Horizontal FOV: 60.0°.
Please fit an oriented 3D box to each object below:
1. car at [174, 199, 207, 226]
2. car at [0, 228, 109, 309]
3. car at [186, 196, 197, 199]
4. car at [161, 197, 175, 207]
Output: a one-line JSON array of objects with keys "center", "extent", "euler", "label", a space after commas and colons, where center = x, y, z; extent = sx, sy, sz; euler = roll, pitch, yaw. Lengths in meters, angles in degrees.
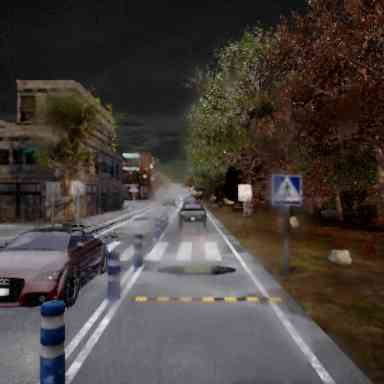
[{"center": [0.048, 1.488, 23.603], "extent": [2.128, 1.511, 4.902], "euler": [0, 0, 0], "label": "car"}, {"center": [-3.358, 1.573, 7.846], "extent": [1.994, 1.385, 4.181], "euler": [0, 0, 0], "label": "car"}, {"center": [-0.049, 1.316, 42.583], "extent": [2.097, 1.767, 4.553], "euler": [0, 0, 0], "label": "car"}, {"center": [-3.537, 1.511, 50.359], "extent": [1.994, 1.385, 4.181], "euler": [0, 0, 0], "label": "car"}]
